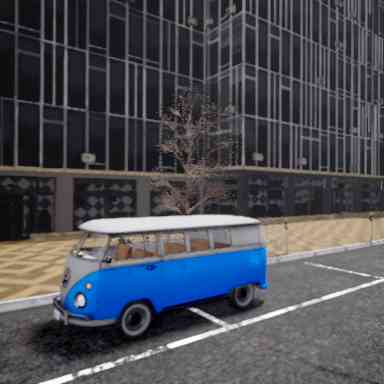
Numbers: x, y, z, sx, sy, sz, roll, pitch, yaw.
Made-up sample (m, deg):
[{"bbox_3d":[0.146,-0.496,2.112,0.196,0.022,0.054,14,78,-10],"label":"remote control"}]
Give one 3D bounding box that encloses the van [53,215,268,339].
[{"bbox_3d":[-0.353,1.359,6.314,3.998,1.788,1.690,0,0,-36],"label":"van"}]
